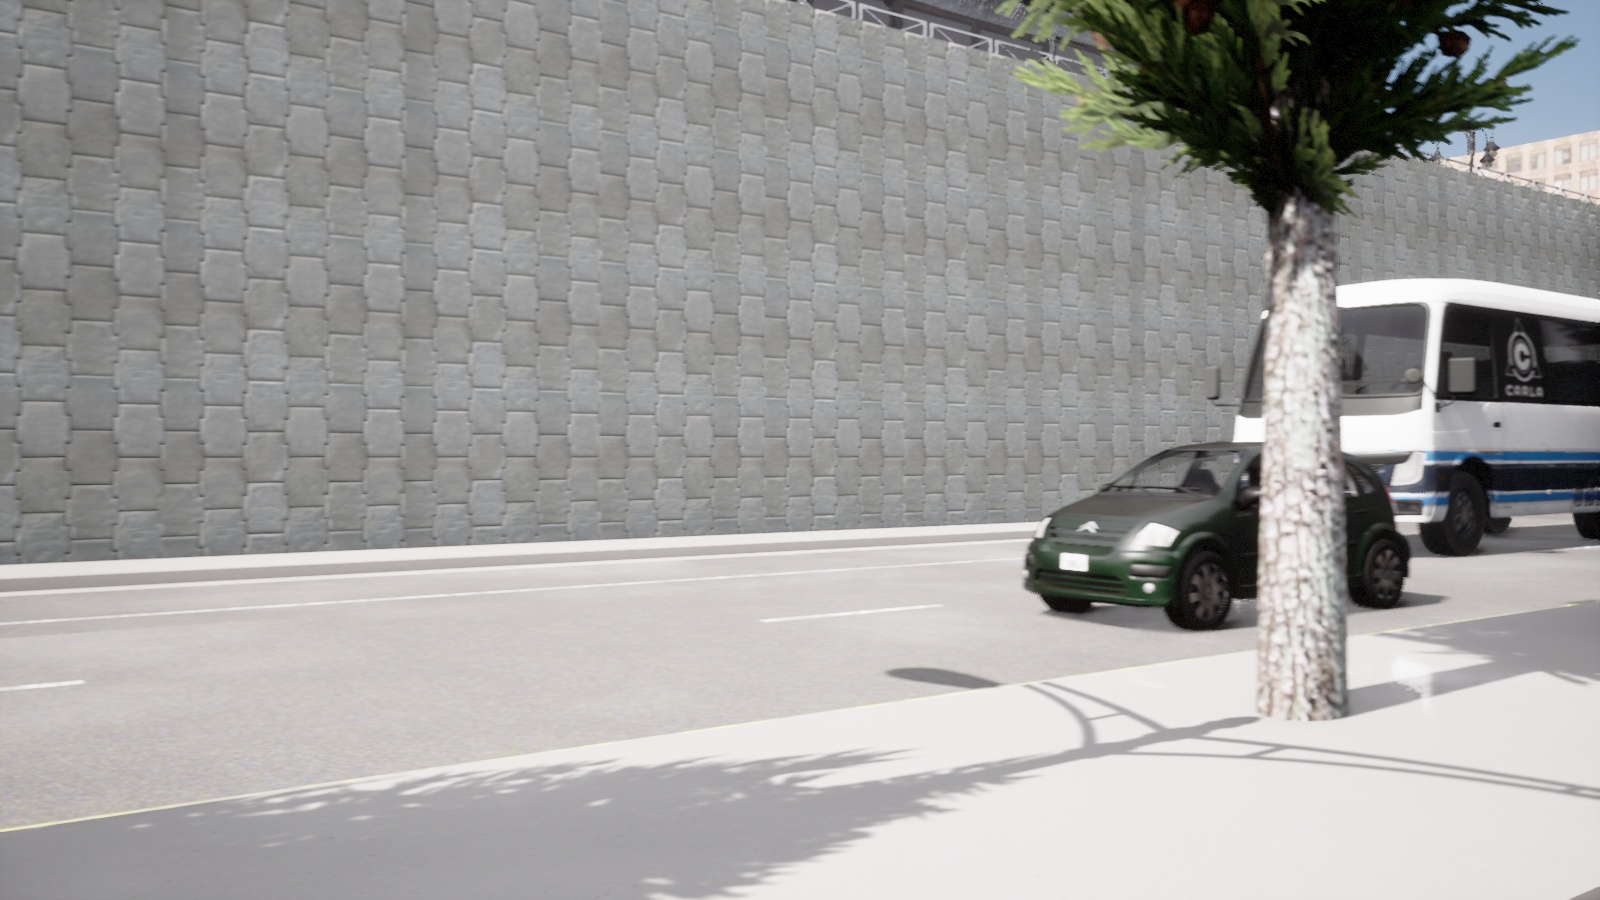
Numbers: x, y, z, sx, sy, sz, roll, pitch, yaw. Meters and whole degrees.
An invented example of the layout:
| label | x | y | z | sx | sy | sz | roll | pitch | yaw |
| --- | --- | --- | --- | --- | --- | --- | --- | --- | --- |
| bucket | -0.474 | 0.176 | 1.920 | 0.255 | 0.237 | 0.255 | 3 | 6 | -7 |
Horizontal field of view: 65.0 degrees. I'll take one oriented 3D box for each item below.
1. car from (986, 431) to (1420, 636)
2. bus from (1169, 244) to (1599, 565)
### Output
| label | x | y | z | sx | sy | sz | roll | pitch | yaw |
| --- | --- | --- | --- | --- | --- | --- | --- | --- | --- |
| car | 3.864 | 0.664 | 11.831 | 3.988 | 1.617 | 1.851 | 0 | 0 | -35 |
| bus | 11.191 | -0.603 | 21.201 | 10.273 | 4.253 | 3.944 | 0 | 0 | -35 |
